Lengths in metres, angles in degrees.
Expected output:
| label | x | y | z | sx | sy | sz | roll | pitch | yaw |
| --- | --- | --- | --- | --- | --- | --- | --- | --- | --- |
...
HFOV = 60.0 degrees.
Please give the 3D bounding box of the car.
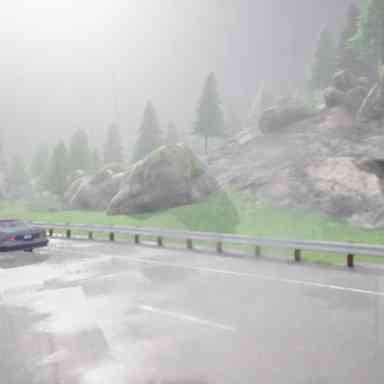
| label | x | y | z | sx | sy | sz | roll | pitch | yaw |
| --- | --- | --- | --- | --- | --- | --- | --- | --- | --- |
| car | -8.040 | 1.687 | 13.262 | 5.357 | 1.411 | 2.033 | -1 | 0 | 31 |
